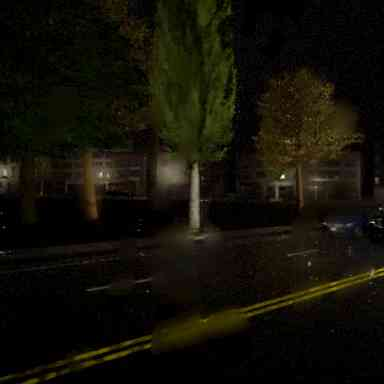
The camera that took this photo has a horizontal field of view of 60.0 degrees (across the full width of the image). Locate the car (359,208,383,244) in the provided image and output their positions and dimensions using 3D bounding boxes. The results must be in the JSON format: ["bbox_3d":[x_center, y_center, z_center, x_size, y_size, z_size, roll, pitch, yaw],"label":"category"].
[{"bbox_3d":[10.270,1.301,15.234,5.566,2.045,2.150,0,-1,-36],"label":"car"}]

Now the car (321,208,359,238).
[{"bbox_3d":[9.122,1.632,18.417,4.674,1.442,1.812,0,-1,-36],"label":"car"}]
